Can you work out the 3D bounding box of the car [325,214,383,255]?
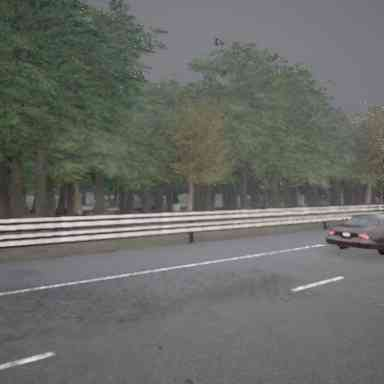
[{"bbox_3d":[7.616,1.594,13.465,5.357,1.411,2.033,0,0,-35],"label":"car"}]
